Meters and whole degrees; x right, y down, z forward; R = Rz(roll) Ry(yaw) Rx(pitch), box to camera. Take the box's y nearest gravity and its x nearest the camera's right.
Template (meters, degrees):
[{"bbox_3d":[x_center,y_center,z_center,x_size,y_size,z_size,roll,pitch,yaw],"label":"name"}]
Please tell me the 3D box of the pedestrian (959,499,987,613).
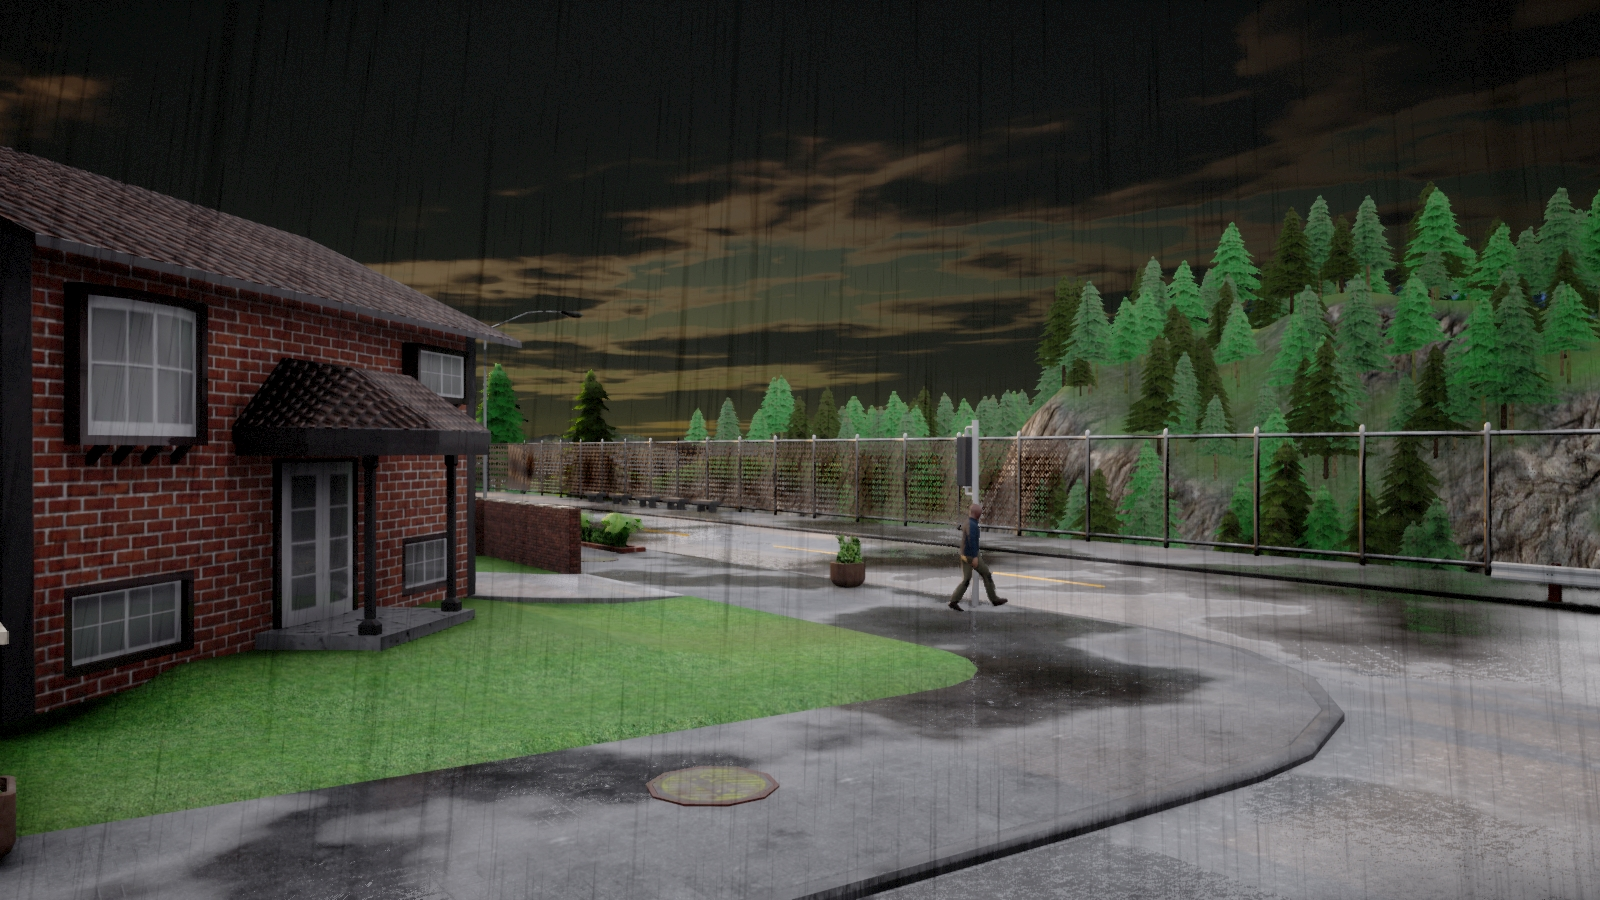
[{"bbox_3d":[2.868,1.745,18.947,0.375,1.860,0.375,0,0,-8],"label":"pedestrian"}]
